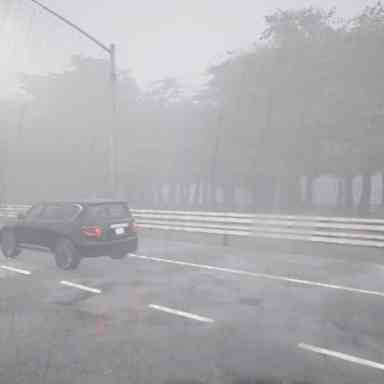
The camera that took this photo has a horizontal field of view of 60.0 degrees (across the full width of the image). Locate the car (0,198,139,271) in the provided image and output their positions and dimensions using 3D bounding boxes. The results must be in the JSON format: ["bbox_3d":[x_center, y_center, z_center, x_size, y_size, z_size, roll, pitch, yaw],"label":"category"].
[{"bbox_3d":[-4.273,1.238,11.227,5.566,2.045,2.150,0,0,36],"label":"car"}]
